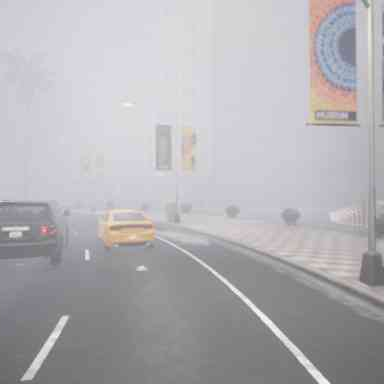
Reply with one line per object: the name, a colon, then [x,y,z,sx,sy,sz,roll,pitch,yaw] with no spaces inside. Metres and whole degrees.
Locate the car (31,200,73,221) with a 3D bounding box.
car: [-12.508,1.568,29.562,1.882,1.535,5.008,0,0,-43]

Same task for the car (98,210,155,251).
car: [-2.960,1.496,14.387,1.882,1.535,5.008,0,0,-20]

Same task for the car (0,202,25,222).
car: [-16.039,1.625,28.213,1.837,1.490,4.892,0,-1,-45]

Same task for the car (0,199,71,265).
car: [-5.598,1.262,11.640,2.150,2.045,5.566,0,0,-17]
